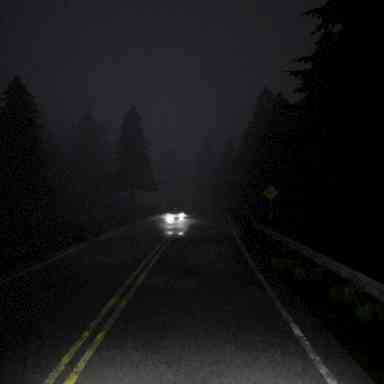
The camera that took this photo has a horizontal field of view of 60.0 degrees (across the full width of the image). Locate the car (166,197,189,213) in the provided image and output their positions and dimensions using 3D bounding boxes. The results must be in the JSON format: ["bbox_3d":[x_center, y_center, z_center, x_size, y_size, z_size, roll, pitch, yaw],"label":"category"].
[{"bbox_3d":[-1.664,1.328,34.810,2.128,1.511,4.902,0,0,-1],"label":"car"}]

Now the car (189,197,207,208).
[{"bbox_3d":[0.662,1.361,45.515,2.033,1.411,5.357,1,0,-11],"label":"car"}]

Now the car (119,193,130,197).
[{"bbox_3d":[-14.982,0.934,73.838,2.150,2.045,5.566,1,-3,-18],"label":"car"}]
